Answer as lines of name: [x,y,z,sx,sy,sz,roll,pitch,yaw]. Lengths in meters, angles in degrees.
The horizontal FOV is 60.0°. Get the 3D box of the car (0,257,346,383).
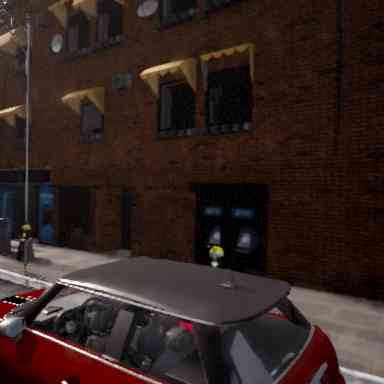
car: [-0.744,1.431,3.384,4.097,1.590,1.967,0,1,36]
